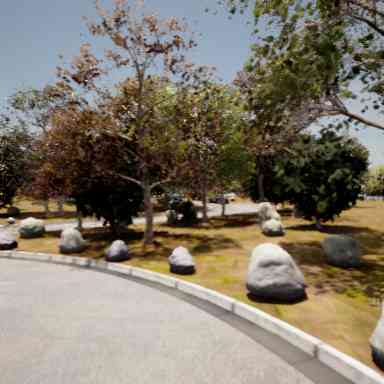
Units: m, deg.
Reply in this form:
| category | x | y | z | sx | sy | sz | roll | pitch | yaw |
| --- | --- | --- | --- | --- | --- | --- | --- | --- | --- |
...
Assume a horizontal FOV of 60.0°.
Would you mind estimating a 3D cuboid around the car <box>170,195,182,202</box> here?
| category | x | y | z | sx | sy | sz | roll | pitch | yaw |
| --- | --- | --- | --- | --- | --- | --- | --- | --- | --- |
| car | -3.976 | 1.094 | 65.773 | 1.882 | 1.535 | 5.008 | 0 | 1 | -40 |

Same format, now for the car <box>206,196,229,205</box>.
| category | x | y | z | sx | sy | sz | roll | pitch | yaw |
| --- | --- | --- | --- | --- | --- | --- | --- | --- | --- |
| car | 4.256 | 1.346 | 55.918 | 1.994 | 1.385 | 4.181 | 0 | 0 | -38 |
